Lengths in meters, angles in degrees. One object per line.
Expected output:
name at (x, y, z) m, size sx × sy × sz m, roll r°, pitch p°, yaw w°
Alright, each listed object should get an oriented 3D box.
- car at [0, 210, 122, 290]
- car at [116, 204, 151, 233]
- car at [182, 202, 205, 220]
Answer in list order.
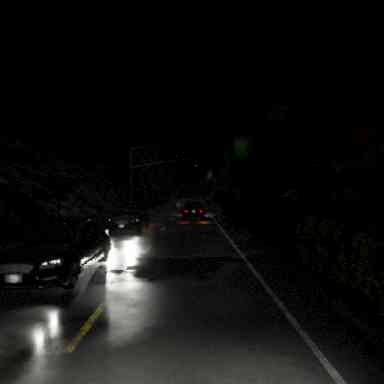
car at (-3.590, 1.477, 9.144) m, size 2.128 × 1.511 × 4.902 m, roll 0°, pitch 0°, yaw 0°
car at (-3.561, 1.461, 19.351) m, size 2.128 × 1.511 × 4.902 m, roll 0°, pitch 0°, yaw 0°
car at (0.122, 1.504, 27.570) m, size 2.033 × 1.411 × 5.357 m, roll 0°, pitch 0°, yaw 0°
